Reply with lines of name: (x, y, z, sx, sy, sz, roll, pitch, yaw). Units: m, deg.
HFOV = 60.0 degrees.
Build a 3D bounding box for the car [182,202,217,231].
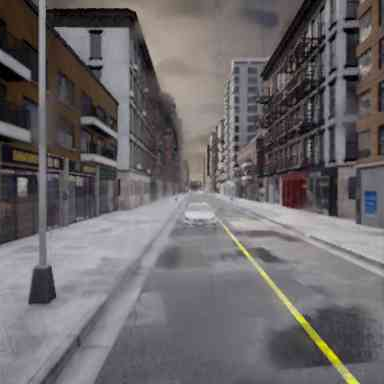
car: (0.410, 1.318, 19.217, 1.812, 1.442, 4.674, 0, 1, 0)
